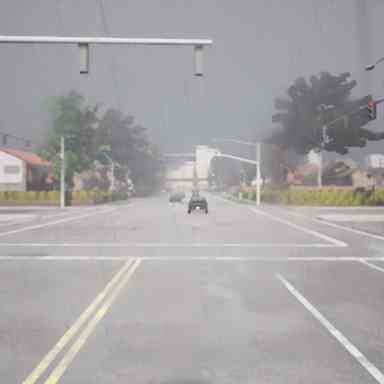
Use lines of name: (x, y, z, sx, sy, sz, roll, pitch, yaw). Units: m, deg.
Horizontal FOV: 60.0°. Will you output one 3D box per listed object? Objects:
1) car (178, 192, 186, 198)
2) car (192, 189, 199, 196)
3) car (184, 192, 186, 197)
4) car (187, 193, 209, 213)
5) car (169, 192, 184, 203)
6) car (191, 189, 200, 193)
car: (-2.563, 0.695, 86.221, 2.033, 1.411, 5.357, 0, 1, 0)
car: (0.989, 0.132, 94.523, 2.150, 2.045, 5.566, 0, 1, 0)
car: (-2.658, 0.811, 71.100, 1.837, 1.490, 4.892, 0, 1, 0)
car: (0.604, 1.187, 32.678, 1.837, 1.490, 4.892, 0, 1, 1)
car: (-2.813, 1.009, 55.497, 2.033, 1.411, 5.357, 0, 1, 1)
car: (0.926, 0.697, 84.497, 1.812, 1.442, 4.674, 0, 1, 0)
